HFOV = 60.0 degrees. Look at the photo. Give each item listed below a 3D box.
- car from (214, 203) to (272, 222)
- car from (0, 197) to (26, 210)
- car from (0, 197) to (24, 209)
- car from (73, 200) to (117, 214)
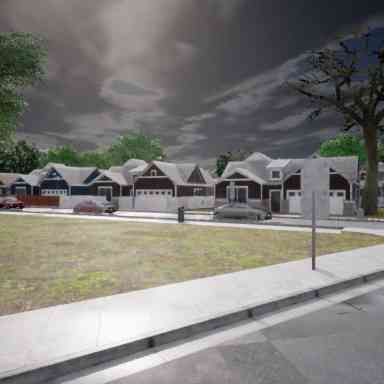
[{"bbox_3d":[3.682,1.484,24.401,4.181,1.385,1.994,0,0,30],"label":"car"},{"bbox_3d":[-21.139,1.410,37.792,4.718,1.301,1.895,0,0,28],"label":"car"},{"bbox_3d":[-23.764,1.329,42.416,4.674,1.442,1.812,0,0,28],"label":"car"},{"bbox_3d":[-9.189,1.425,31.510,4.181,1.385,1.994,0,0,28],"label":"car"}]
